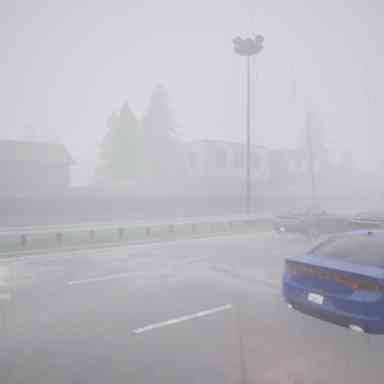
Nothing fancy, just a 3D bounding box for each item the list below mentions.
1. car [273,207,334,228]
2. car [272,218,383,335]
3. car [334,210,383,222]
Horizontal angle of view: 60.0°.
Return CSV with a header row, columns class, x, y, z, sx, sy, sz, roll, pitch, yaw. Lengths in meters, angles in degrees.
class,x,y,z,sx,sy,sz,roll,pitch,yaw
car,6.156,1.497,16.734,4.902,1.511,2.128,0,0,-35
car,3.911,1.480,6.536,5.008,1.535,1.882,0,0,-35
car,8.314,1.510,13.973,4.892,1.490,1.837,0,0,-35
